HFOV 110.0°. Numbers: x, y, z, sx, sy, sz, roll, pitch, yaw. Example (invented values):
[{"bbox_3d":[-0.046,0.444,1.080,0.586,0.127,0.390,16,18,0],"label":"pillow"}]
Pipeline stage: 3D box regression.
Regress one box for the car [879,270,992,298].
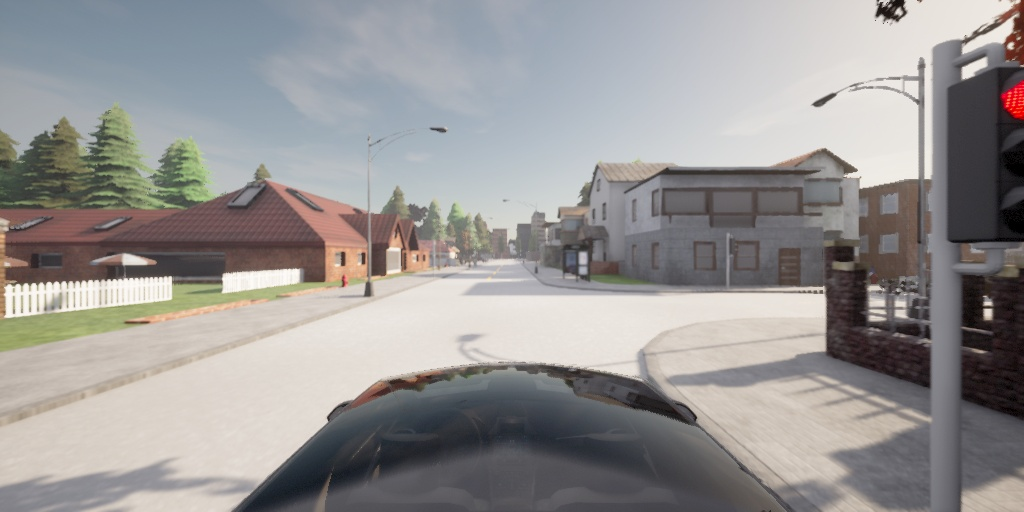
[{"bbox_3d":[20.624,1.316,17.073,4.718,1.301,1.895,0,0,0],"label":"car"}]
